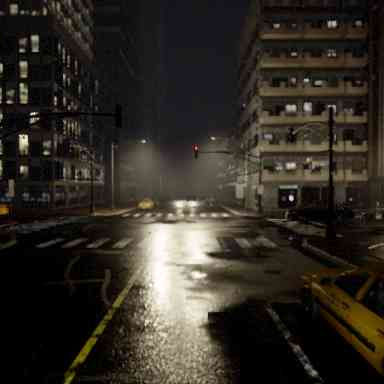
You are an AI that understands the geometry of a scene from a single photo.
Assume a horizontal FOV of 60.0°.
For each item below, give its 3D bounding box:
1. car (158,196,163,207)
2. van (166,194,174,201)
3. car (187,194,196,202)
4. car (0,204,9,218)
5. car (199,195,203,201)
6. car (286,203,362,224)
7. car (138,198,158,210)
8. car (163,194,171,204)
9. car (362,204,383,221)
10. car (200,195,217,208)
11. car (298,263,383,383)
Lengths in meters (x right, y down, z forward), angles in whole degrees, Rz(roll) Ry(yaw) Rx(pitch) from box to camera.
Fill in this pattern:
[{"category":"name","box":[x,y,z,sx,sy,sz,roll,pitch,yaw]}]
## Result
[{"category":"car","box":[-5.732,1.555,47.857,1.947,1.339,4.313,-1,0,0]},{"category":"van","box":[-5.760,1.324,87.440,1.690,1.788,3.998,-1,0,0]},{"category":"car","box":[-0.049,1.339,78.675,2.097,1.767,4.553,0,0,0]},{"category":"car","box":[-16.680,1.315,25.243,5.008,1.535,1.882,1,1,1]},{"category":"car","box":[2.625,1.423,81.791,1.967,1.590,4.097,-1,0,0]},{"category":"car","box":[9.618,1.549,25.048,4.902,1.511,2.128,1,1,4]},{"category":"car","box":[-5.729,1.515,42.033,1.752,1.417,4.829,-1,0,0]},{"category":"car","box":[-5.743,1.531,64.821,1.887,1.381,4.507,-1,0,0]},{"category":"car","box":[16.297,1.624,27.395,4.403,1.369,2.008,0,0,1]},{"category":"car","box":[2.648,1.539,47.863,2.008,1.369,4.403,-1,0,0]},{"category":"car","box":[2.804,1.524,4.423,1.752,1.417,4.829,-1,0,0]}]
